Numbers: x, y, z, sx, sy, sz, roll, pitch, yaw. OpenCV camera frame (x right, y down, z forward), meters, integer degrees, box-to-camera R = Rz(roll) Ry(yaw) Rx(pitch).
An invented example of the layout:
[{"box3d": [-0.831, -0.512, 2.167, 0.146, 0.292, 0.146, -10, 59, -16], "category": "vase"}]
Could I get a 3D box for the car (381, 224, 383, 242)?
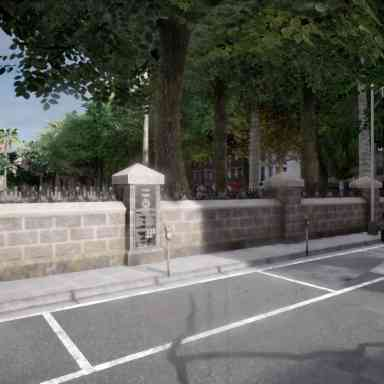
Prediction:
[{"box3d": [9.670, 1.310, 13.439, 5.009, 1.841, 2.192, 0, 0, -36], "category": "car"}]
